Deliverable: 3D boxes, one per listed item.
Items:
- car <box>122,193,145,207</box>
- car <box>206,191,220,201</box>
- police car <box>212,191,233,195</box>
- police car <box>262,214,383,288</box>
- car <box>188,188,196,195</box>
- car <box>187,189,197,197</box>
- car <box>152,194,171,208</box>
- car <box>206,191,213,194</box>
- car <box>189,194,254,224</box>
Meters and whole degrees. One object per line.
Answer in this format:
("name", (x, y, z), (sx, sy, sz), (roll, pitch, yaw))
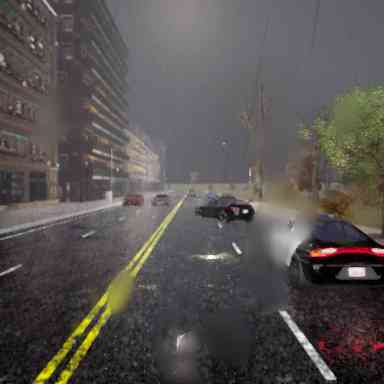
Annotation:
("car", (-6.585, 0.860, 37.797), (1.882, 1.535, 5.008), (0, 1, 0))
("car", (3.250, 0.612, 52.958), (1.882, 1.535, 5.008), (0, 1, 0))
("police car", (3.250, 0.917, 31.068), (1.930, 1.638, 5.238), (0, 1, 0))
("police car", (3.251, 1.357, 8.963), (2.038, 1.542, 4.974), (0, 1, 0))
("car", (0.000, -0.096, 88.417), (2.097, 1.767, 4.553), (0, 1, 0))
("car", (-0.001, 0.363, 71.960), (2.033, 1.411, 5.357), (0, 1, 0))
("car", (-3.331, 0.922, 36.937), (1.812, 1.442, 4.674), (0, 1, 0))
("car", (3.250, 0.806, 41.959), (2.128, 1.511, 4.902), (0, 1, 0))
("car", (2.048, 1.147, 21.782), (2.163, 1.488, 4.792), (-1, 1, -29))
